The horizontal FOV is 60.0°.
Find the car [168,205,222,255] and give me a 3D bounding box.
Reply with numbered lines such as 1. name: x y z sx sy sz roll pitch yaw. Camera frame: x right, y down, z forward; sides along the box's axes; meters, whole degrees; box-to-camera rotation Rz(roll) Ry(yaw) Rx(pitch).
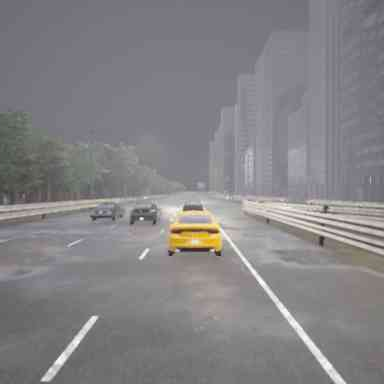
1. car: 0.099 1.505 13.435 1.882 1.535 5.008 0 0 0

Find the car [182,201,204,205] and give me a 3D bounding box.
1. car: 0.097 1.550 31.865 1.882 1.535 5.008 0 0 0

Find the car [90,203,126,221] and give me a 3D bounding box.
1. car: -6.898 1.609 27.658 2.033 1.411 5.357 0 0 0

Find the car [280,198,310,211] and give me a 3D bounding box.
1. car: 11.018 1.488 36.952 2.097 1.767 4.553 0 0 -14

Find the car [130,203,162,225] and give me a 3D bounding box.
1. car: -3.400 1.561 24.900 1.837 1.490 4.892 0 0 0
